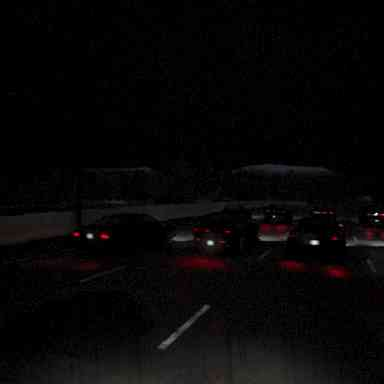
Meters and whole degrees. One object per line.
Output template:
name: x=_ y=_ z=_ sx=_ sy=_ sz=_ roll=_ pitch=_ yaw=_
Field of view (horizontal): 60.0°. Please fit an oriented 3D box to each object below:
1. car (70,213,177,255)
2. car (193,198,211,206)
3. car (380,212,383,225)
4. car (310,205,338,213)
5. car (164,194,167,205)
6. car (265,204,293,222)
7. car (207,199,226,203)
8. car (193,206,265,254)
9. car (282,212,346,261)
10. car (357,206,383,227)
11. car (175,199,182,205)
car: x=-2.485 y=1.568 z=13.564 sx=2.033 sy=1.411 sz=5.357 roll=1 pitch=0 yaw=23
car: x=1.861 y=1.842 z=60.697 sx=1.812 sy=1.442 sz=4.674 roll=1 pitch=-1 yaw=23
car: x=8.327 y=1.709 z=12.153 sx=1.812 sy=1.442 sz=4.674 roll=1 pitch=0 yaw=23
car: x=10.571 y=1.772 z=26.702 sx=2.128 sy=1.511 sz=4.902 roll=1 pitch=0 yaw=23
car: x=-4.950 y=1.433 z=62.512 sx=2.150 sy=2.045 sz=5.566 roll=1 pitch=-1 yaw=23
car: x=7.339 y=1.728 z=28.045 sx=2.128 sy=1.511 sz=4.902 roll=1 pitch=0 yaw=23
car: x=4.777 y=1.912 z=58.637 sx=1.994 sy=1.385 sz=4.181 roll=1 pitch=-1 yaw=23
car: x=1.606 y=1.593 z=14.228 sx=1.837 sy=1.490 sz=4.892 roll=1 pitch=0 yaw=23
car: x=4.932 y=1.699 z=13.109 sx=1.994 sy=1.385 sz=4.181 roll=1 pitch=0 yaw=23
car: x=13.802 y=1.817 z=25.357 sx=2.128 sy=1.511 sz=4.902 roll=1 pitch=0 yaw=23
car: x=-1.708 y=1.858 z=61.237 sx=1.895 sy=1.301 sz=4.718 roll=1 pitch=-1 yaw=23
